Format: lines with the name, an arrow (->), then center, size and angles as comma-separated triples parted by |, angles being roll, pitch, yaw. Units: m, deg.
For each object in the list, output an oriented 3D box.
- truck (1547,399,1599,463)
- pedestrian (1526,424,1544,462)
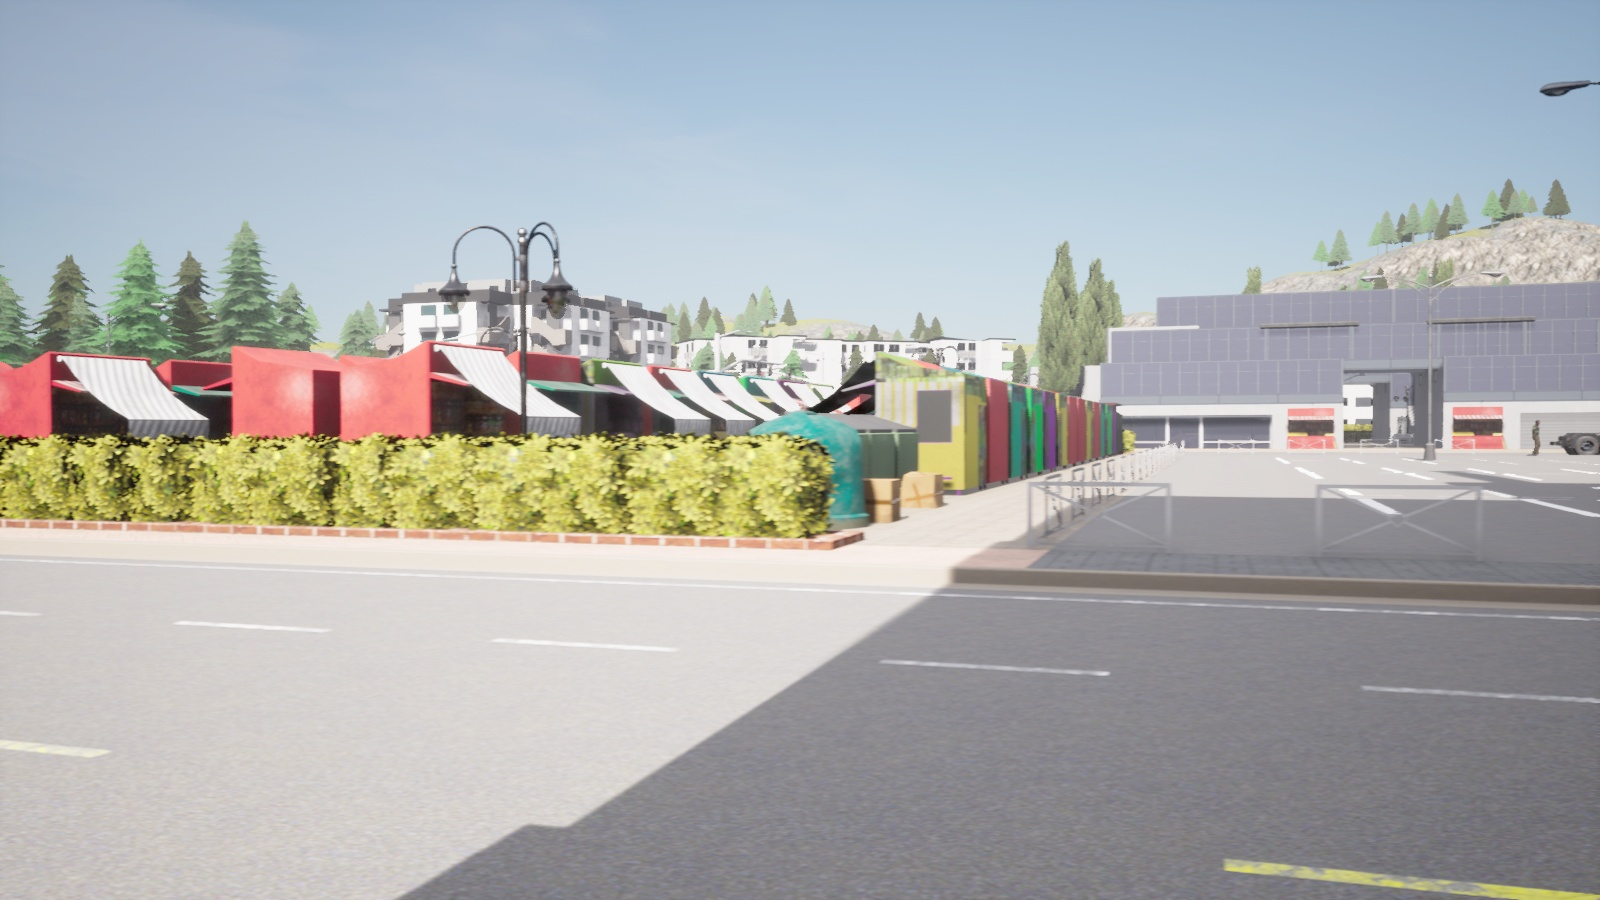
truck -> 45.368, -1.013, 68.041 | 7.936, 3.462, 2.891 | 1, 1, 20
pedestrian -> 37.505, -0.340, 64.071 | 0.395, 1.930, 0.692 | 0, 1, -37
